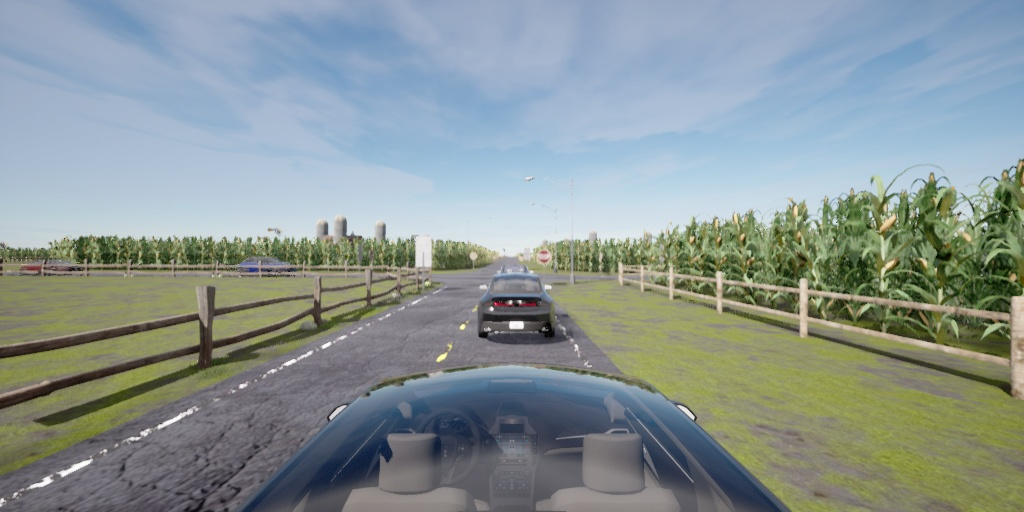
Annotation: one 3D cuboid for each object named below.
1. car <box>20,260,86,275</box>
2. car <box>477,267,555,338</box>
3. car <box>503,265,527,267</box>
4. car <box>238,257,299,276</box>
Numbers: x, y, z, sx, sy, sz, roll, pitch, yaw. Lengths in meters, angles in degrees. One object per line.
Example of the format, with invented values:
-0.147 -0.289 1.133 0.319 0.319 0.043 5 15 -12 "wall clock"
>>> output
-41.512 1.014 32.526 4.181 1.385 1.994 0 0 1 "car"
0.104 1.238 10.136 1.837 1.490 4.892 0 0 0 "car"
0.167 1.206 19.407 2.128 1.511 4.902 0 0 2 "car"
-21.830 0.902 32.300 4.553 1.767 2.097 0 0 1 "car"
